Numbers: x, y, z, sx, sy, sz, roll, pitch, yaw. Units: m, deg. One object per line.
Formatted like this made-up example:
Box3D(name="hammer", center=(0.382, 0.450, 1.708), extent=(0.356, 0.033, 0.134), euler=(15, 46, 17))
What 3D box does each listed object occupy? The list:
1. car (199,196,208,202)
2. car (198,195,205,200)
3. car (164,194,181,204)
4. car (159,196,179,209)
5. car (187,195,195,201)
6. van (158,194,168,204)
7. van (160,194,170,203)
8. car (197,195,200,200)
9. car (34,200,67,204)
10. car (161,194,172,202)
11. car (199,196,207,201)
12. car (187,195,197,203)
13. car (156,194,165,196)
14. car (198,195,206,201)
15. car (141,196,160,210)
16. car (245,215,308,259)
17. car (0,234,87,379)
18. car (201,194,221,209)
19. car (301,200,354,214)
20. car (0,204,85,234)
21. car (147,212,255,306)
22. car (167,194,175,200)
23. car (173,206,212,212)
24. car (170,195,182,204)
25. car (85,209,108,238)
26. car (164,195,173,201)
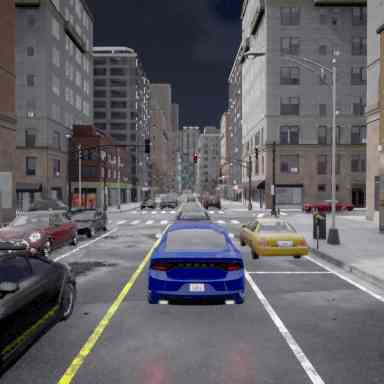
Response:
Box3D(name="car", center=(2.688, 1.587, 78.303), extent=(1.752, 1.417, 4.829), euler=(-1, 0, 0))
Box3D(name="car", center=(2.657, 1.621, 94.890), extent=(2.008, 1.369, 4.403), euler=(-1, 0, 0))
Box3D(name="car", center=(-3.207, 1.550, 55.245), extent=(1.837, 1.490, 4.892), euler=(0, 0, 0))
Box3D(name="car", center=(-3.193, 1.582, 45.347), extent=(2.033, 1.411, 5.357), euler=(0, 0, 0))
Box3D(name="car", center=(-0.182, 1.534, 84.497), extent=(1.895, 1.301, 4.718), euler=(0, 0, 0))
Box3D(name="van", center=(-5.823, 1.396, 66.943), extent=(1.690, 1.788, 3.998), euler=(-1, 0, 0))
Box3D(name="van", center=(-5.835, 1.400, 72.529), extent=(1.690, 1.788, 3.998), euler=(-1, 0, 0))
Box3D(name="car", center=(2.707, 1.370, 66.961), extent=(2.192, 1.841, 5.009), euler=(-1, 0, 0))
Box3D(name="car", center=(-11.925, 1.485, 29.261), extent=(4.553, 1.767, 2.097), euler=(0, 1, 3))
Box3D(name="car", center=(-5.847, 1.377, 78.115), extent=(2.192, 1.841, 5.009), euler=(-1, 0, 0))
Box3D(name="car", center=(2.678, 1.631, 83.718), extent=(1.947, 1.339, 4.313), euler=(-1, 0, 0))
Box3D(name="car", center=(-0.159, 1.577, 74.045), extent=(2.128, 1.511, 4.902), euler=(0, 0, 0))
Box3D(name="car", center=(-5.797, 1.571, 55.601), extent=(1.752, 1.417, 4.829), euler=(-1, 0, 0))
Box3D(name="car", center=(2.668, 1.633, 89.304), extent=(1.947, 1.339, 4.313), euler=(-1, 0, 0))
Box3D(name="car", center=(-5.773, 1.600, 44.599), extent=(1.947, 1.339, 4.313), euler=(-1, 0, 0))
Box3D(name="car", center=(2.821, 1.527, 12.419), extent=(1.752, 1.417, 4.829), euler=(-1, 0, 0))
Box3D(name="car", center=(-3.115, 1.563, 4.479), extent=(1.994, 1.385, 4.181), euler=(0, 0, 0))
Box3D(name="car", center=(2.750, 1.349, 44.617), extent=(2.192, 1.841, 5.009), euler=(-1, 0, 0))
Box3D(name="car", center=(13.289, 1.457, 32.882), extent=(4.718, 1.301, 1.895), euler=(-1, 1, -1))
Box3D(name="car", center=(-5.704, 1.441, 12.230), extent=(1.967, 1.590, 4.097), euler=(-1, 0, 0))
Box3D(name="car", center=(0.079, 1.478, 8.152), extent=(1.882, 1.535, 5.008), euler=(0, 0, 0))
Box3D(name="car", center=(-5.882, 1.510, 94.871), extent=(1.967, 1.590, 4.097), euler=(-1, 0, 0))
Box3D(name="car", center=(0.063, 1.605, 17.515), extent=(1.895, 1.301, 4.718), euler=(0, 0, 0))
Box3D(name="car", center=(-3.180, 1.406, 65.450), extent=(2.097, 1.767, 4.553), euler=(0, 0, 1))
Box3D(name="car", center=(-5.715, 1.570, 17.726), extent=(1.947, 1.339, 4.313), euler=(-1, 0, 0))
Box3D(name="car", center=(-5.858, 1.505, 83.700), extent=(1.967, 1.590, 4.097), euler=(-1, 0, 0))
